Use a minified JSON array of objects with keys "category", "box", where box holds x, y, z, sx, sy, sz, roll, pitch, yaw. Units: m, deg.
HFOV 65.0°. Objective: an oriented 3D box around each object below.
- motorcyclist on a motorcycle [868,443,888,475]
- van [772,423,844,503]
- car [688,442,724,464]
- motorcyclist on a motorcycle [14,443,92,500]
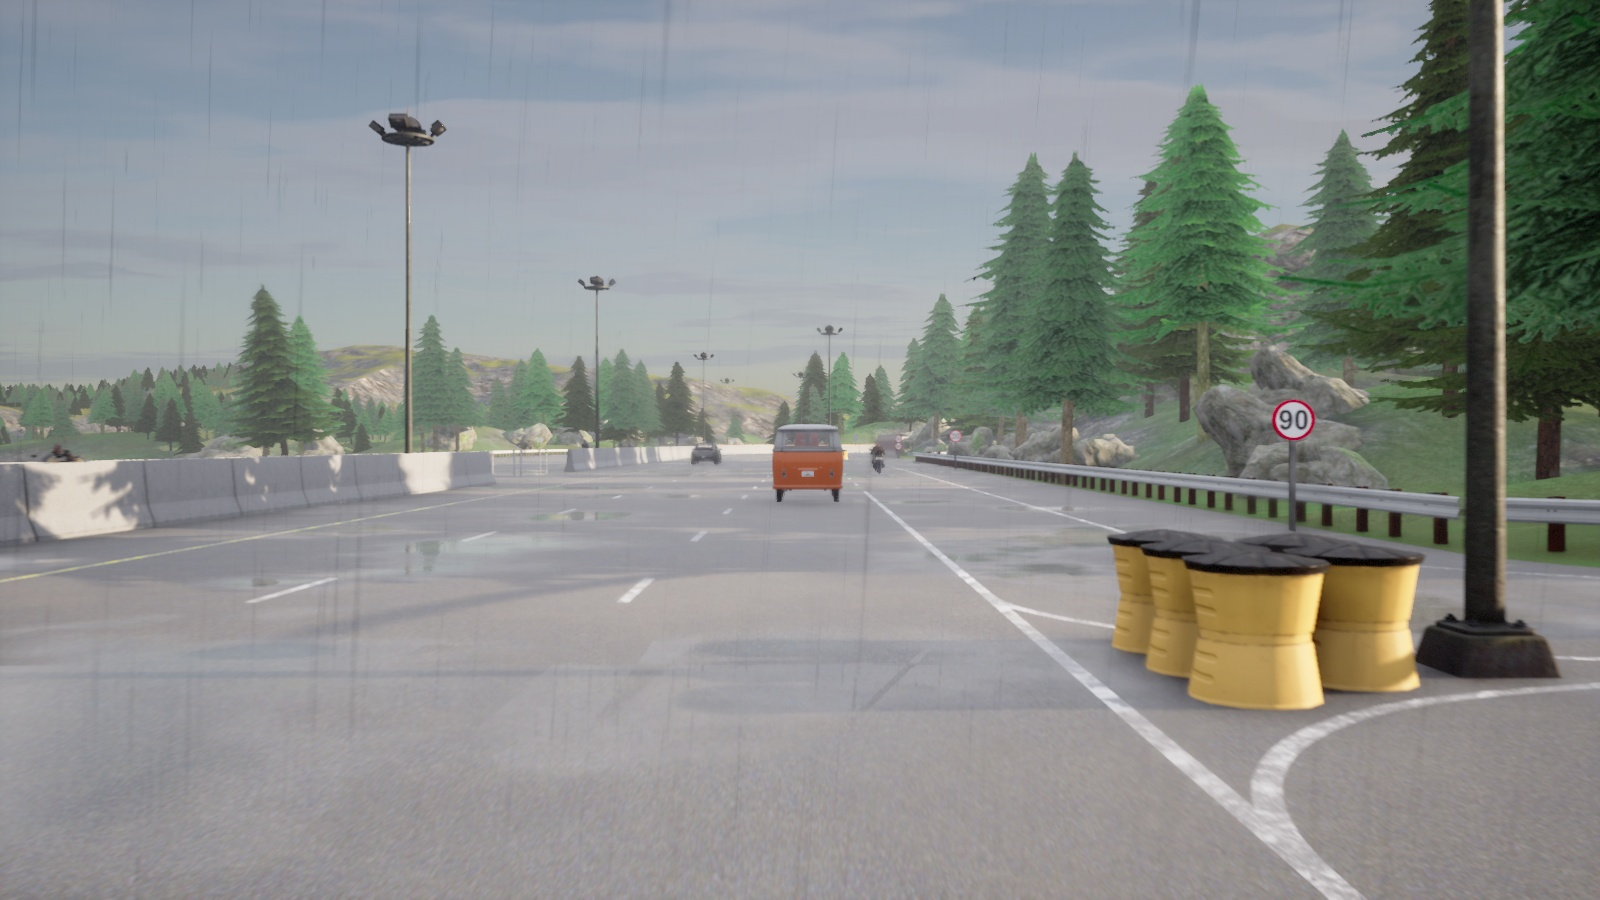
[{"category":"motorcyclist on a motorcycle","box":[3.874,0.436,62.284,0.866,1.530,2.191,0,0,0]},{"category":"van","box":[0.208,0.312,33.471,1.775,1.987,4.442,0,0,0]},{"category":"car","box":[-6.481,0.208,87.369,2.128,1.511,4.902,0,0,0]},{"category":"motorcyclist on a motorcycle","box":[-20.783,0.569,34.988,0.866,1.530,2.191,0,1,0]}]
